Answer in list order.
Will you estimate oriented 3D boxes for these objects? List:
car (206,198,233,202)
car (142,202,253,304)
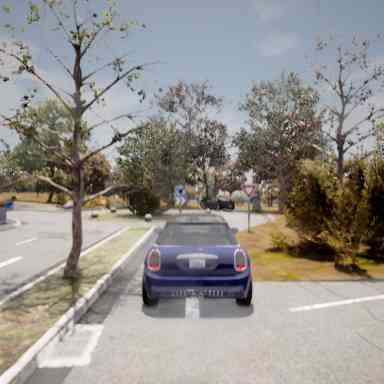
[{"bbox_3d":[2.853,1.382,38.144,1.882,1.535,5.008,2,-2,-30],"label":"car"},{"bbox_3d":[0.102,1.286,8.132,2.097,1.767,4.553,0,1,0],"label":"car"}]
